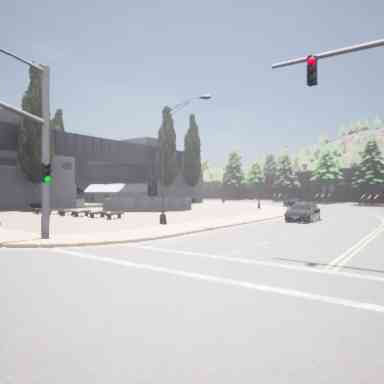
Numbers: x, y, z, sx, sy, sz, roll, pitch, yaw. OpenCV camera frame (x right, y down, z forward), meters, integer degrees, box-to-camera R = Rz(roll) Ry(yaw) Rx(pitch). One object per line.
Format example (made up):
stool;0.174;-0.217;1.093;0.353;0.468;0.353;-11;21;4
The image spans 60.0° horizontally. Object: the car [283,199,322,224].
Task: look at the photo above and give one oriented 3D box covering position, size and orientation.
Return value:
car;8.504;1.556;25.229;1.837;1.490;4.892;2;2;33
